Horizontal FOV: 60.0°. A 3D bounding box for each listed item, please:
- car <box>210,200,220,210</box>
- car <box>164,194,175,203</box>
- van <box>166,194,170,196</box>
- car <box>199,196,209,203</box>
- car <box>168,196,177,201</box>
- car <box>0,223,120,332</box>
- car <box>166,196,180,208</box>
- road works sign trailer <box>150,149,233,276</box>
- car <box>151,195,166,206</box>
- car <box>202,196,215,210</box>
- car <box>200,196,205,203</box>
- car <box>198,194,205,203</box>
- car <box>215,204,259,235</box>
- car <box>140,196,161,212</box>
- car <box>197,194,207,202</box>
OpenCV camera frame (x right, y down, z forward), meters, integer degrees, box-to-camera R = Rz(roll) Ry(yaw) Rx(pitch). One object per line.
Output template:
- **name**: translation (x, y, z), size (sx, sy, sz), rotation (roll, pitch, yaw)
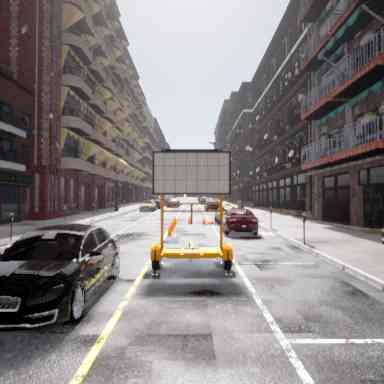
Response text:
- **car**: translation (2.583, 1.554, 24.412), size (1.752, 1.417, 4.829), rotation (1, 0, 0)
- **car**: translation (-5.298, 1.522, 79.608), size (2.192, 1.841, 5.009), rotation (1, 0, 0)
- **van**: translation (-5.296, 1.457, 57.485), size (1.690, 1.788, 3.998), rotation (2, 0, 0)
- **car**: translation (2.587, 1.622, 74.018), size (1.967, 1.590, 4.097), rotation (1, 0, 0)
- **car**: translation (-5.306, 1.826, 90.669), size (1.947, 1.339, 4.313), rotation (1, 0, 0)
- **car**: translation (-2.849, 1.509, 7.186), size (1.837, 1.490, 4.892), rotation (0, 0, 0)
- **car**: translation (-2.849, 1.656, 49.940), size (1.994, 1.385, 4.181), rotation (0, 0, 0)
- **road works sign trailer**: translation (-0.010, 0.472, 10.382), size (2.380, 3.560, 2.880), rotation (0, 0, 0)
- **car**: translation (-5.294, 1.397, 46.427), size (2.192, 1.841, 5.009), rotation (2, 0, 0)
- **car**: translation (2.581, 1.612, 40.832), size (1.887, 1.381, 4.507), rotation (1, 0, 0)
- **car**: translation (2.580, 1.632, 46.364), size (2.008, 1.369, 4.403), rotation (1, 0, 0)
- **car**: translation (2.579, 1.681, 62.956), size (1.887, 1.381, 4.507), rotation (1, 0, 0)
- **car**: translation (2.583, 1.564, 18.710), size (1.887, 1.381, 4.507), rotation (1, 0, 0)
- **car**: translation (-5.299, 1.592, 40.724), size (1.752, 1.417, 4.829), rotation (2, 0, 0)
- **car**: translation (2.547, 1.547, 85.080), size (2.192, 1.841, 5.009), rotation (1, 0, 0)
